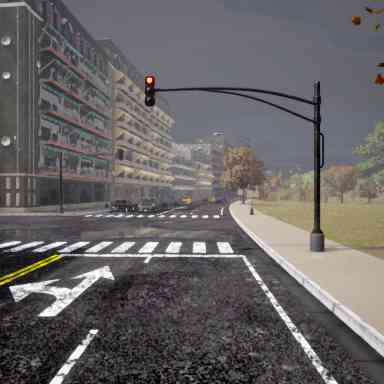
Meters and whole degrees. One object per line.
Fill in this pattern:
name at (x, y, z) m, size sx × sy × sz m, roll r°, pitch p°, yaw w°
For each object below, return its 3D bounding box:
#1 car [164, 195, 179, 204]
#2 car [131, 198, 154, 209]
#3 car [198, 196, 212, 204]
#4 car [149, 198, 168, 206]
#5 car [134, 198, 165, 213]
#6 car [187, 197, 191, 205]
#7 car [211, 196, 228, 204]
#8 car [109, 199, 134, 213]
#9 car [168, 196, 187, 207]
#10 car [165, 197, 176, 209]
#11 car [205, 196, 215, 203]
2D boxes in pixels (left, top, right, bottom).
car at (-4.211, 1.579, 68.281) m, size 2.097 × 1.767 × 4.553 m, roll 0°, pitch 0°, yaw 9°
car at (-7.045, 1.672, 48.075) m, size 2.033 × 1.411 × 5.357 m, roll 0°, pitch 0°, yaw 6°
car at (2.509, 1.728, 69.124) m, size 2.128 × 1.511 × 4.902 m, roll 0°, pitch 0°, yaw 9°
car at (-5.738, 1.719, 58.147) m, size 2.033 × 1.411 × 5.357 m, roll 0°, pitch 0°, yaw 8°
car at (-4.793, 1.433, 38.154) m, size 2.097 × 1.767 × 4.553 m, roll 0°, pitch 0°, yaw 5°
car at (-1.358, 1.691, 65.569) m, size 1.882 × 1.535 × 5.008 m, roll 0°, pitch 0°, yaw 9°
car at (5.722, 1.784, 68.634) m, size 2.033 × 1.411 × 5.357 m, roll 0°, pitch 0°, yaw 9°
car at (-8.037, 1.586, 38.379) m, size 1.837 × 1.490 × 4.892 m, roll 0°, pitch 0°, yaw 5°
car at (-2.670, 1.713, 56.674) m, size 2.033 × 1.411 × 5.357 m, roll 0°, pitch 0°, yaw 8°
car at (-3.892, 1.722, 47.101) m, size 1.895 × 1.301 × 4.718 m, roll 0°, pitch 0°, yaw 7°
car at (4.335, 1.730, 79.323) m, size 1.882 × 1.535 × 5.008 m, roll 0°, pitch 0°, yaw 12°
